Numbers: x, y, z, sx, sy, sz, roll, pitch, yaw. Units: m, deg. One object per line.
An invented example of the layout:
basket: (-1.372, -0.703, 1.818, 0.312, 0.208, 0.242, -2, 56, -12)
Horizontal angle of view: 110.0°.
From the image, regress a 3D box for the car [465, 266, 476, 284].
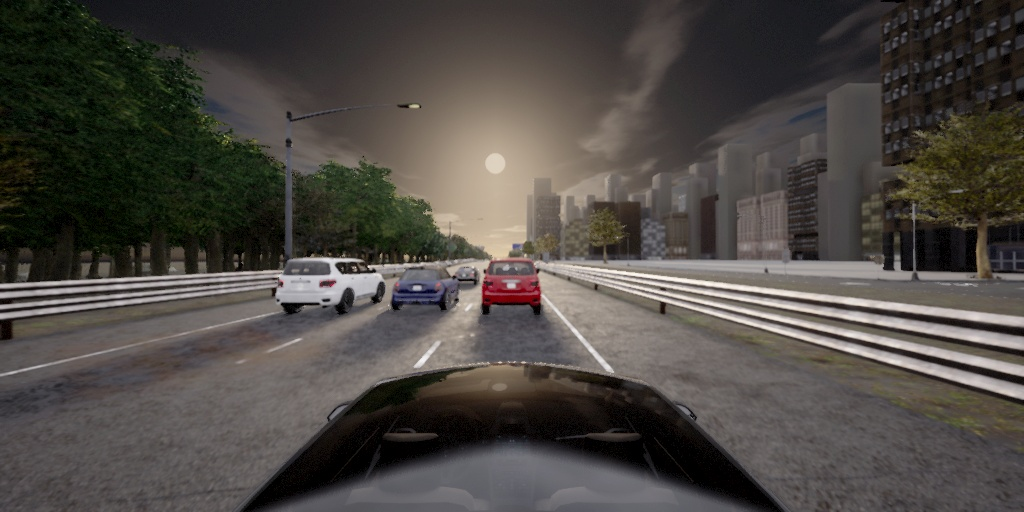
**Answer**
car: (-3.660, 1.550, 29.594, 2.033, 1.411, 5.357, 0, 0, -1)

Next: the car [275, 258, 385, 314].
car: (-7.024, 1.096, 14.570, 2.150, 2.045, 5.566, 0, 0, 0)

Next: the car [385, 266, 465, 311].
car: (-3.520, 1.230, 15.447, 2.097, 1.767, 4.553, 0, -1, 0)

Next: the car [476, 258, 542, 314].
car: (-0.024, 1.096, 14.628, 2.150, 2.045, 5.566, 0, 0, 0)

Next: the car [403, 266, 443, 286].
car: (-7.162, 1.550, 29.531, 2.033, 1.411, 5.357, 0, 0, 0)
